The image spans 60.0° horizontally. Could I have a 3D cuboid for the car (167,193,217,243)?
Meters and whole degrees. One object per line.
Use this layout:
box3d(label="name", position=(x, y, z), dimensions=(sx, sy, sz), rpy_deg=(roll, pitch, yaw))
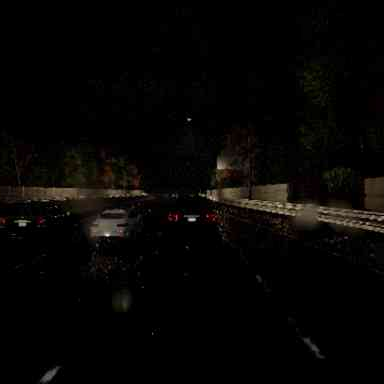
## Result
box3d(label="car", position=(-0.001, 1.234, 16.268), dimensions=(2.150, 2.045, 5.566), rpy_deg=(0, 0, 0))

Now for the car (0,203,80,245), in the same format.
box3d(label="car", position=(-7.003, 1.363, 15.851), dimensions=(2.097, 1.767, 4.553), rpy_deg=(0, 0, 0))

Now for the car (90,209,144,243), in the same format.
box3d(label="car", position=(-3.502, 1.537, 16.040), dimensions=(1.812, 1.442, 4.674), rpy_deg=(0, 0, 0))
